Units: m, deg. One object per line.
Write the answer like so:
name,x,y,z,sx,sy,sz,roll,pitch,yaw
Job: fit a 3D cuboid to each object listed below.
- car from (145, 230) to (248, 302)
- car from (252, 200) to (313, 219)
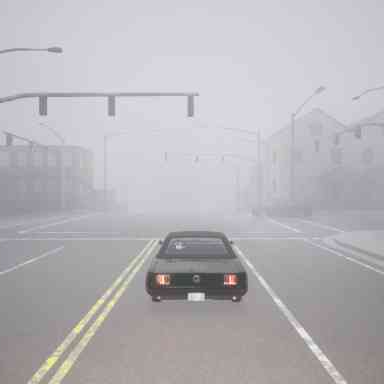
car,0.101,1.601,8.210,1.895,1.301,4.718,0,0,0
car,7.678,1.483,28.427,5.008,1.535,1.882,0,0,6
